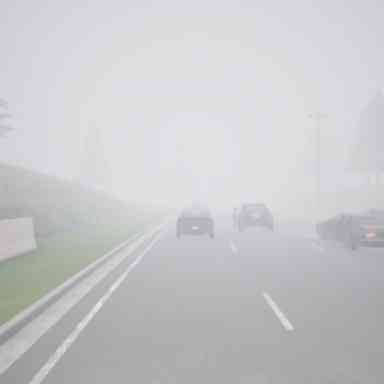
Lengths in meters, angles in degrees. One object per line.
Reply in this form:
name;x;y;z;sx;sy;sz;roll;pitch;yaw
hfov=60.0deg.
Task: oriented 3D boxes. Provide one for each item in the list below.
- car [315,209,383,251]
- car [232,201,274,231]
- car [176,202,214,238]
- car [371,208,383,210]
car;7.100;1.607;14.443;2.033;1.411;5.357;0;0;1
car;3.800;1.435;21.400;2.097;1.767;4.553;0;0;2
car;0.202;1.548;18.213;1.882;1.535;5.008;0;0;1
car;10.711;1.626;18.835;2.033;1.411;5.357;0;0;2
